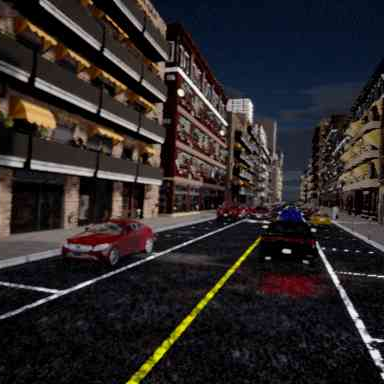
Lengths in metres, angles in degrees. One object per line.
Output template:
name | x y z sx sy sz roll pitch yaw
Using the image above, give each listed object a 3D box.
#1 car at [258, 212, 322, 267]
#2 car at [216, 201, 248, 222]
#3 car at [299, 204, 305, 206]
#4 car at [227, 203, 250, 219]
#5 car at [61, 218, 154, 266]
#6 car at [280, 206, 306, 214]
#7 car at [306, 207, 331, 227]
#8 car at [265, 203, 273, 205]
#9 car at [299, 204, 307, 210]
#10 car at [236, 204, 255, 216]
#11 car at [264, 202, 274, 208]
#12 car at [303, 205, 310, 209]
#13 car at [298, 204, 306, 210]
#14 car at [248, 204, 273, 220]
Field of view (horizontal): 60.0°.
car | 3.764 1.803 12.983 1.882 1.535 5.008 2 -1 17
car | 3.860 1.881 33.226 2.192 1.841 5.009 3 -1 17
car | 21.680 3.275 63.127 2.008 1.369 4.403 3 -1 17
car | 5.490 2.143 38.616 1.967 1.590 4.097 3 -1 17
car | -2.703 1.597 11.658 1.802 1.307 4.206 3 -1 17
car | 8.476 2.199 28.551 1.882 1.535 5.008 2 -1 17
car | 11.907 2.431 30.942 1.752 1.417 4.829 3 -1 17
car | 18.583 3.349 81.746 2.008 1.369 4.403 3 -1 17
car | 28.280 3.799 84.856 1.752 1.417 4.829 3 -1 17
car | 7.123 2.385 44.007 1.887 1.381 4.507 3 -1 17
car | 20.220 3.485 87.139 2.008 1.369 4.403 3 -1 17
car | 15.131 2.721 41.562 1.887 1.381 4.507 3 -1 17
car | 29.866 3.972 90.085 1.947 1.339 4.313 3 -1 17
car | 7.573 2.298 36.460 1.812 1.442 4.674 2 -1 17
